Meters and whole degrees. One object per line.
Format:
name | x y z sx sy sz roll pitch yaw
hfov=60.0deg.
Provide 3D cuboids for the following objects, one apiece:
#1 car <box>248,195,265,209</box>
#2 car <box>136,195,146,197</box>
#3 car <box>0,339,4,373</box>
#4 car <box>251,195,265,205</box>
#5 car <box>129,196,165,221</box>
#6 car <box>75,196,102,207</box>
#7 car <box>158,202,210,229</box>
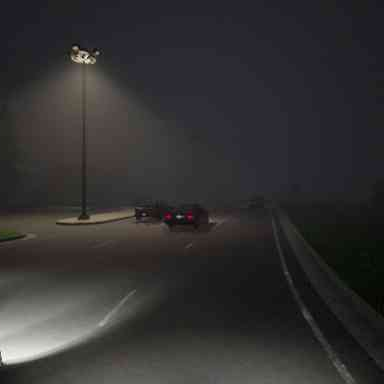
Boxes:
car | 7.667 1.285 39.680 2.033 1.411 5.357 0 0 13
car | -6.773 1.208 44.384 1.837 1.490 4.892 0 0 13
car | -3.213 1.548 2.088 1.994 1.385 4.181 0 0 3
car | 10.290 1.222 51.783 1.994 1.385 4.181 0 0 13
car | -2.750 1.322 25.179 2.128 1.511 4.902 0 0 12
car | -13.880 1.221 44.753 1.812 1.442 4.674 0 0 13
car | -0.169 1.408 20.760 2.033 1.411 5.357 0 0 13
